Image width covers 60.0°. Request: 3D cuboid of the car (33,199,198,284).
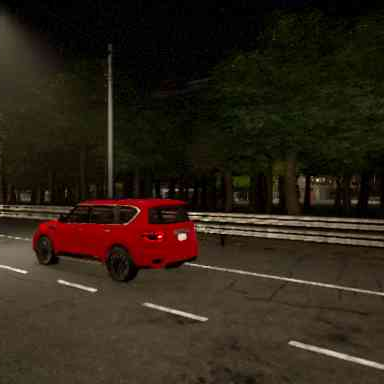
[{"bbox_3d":[-2.430,1.231,9.901,5.566,2.045,2.150,0,0,36],"label":"car"}]
